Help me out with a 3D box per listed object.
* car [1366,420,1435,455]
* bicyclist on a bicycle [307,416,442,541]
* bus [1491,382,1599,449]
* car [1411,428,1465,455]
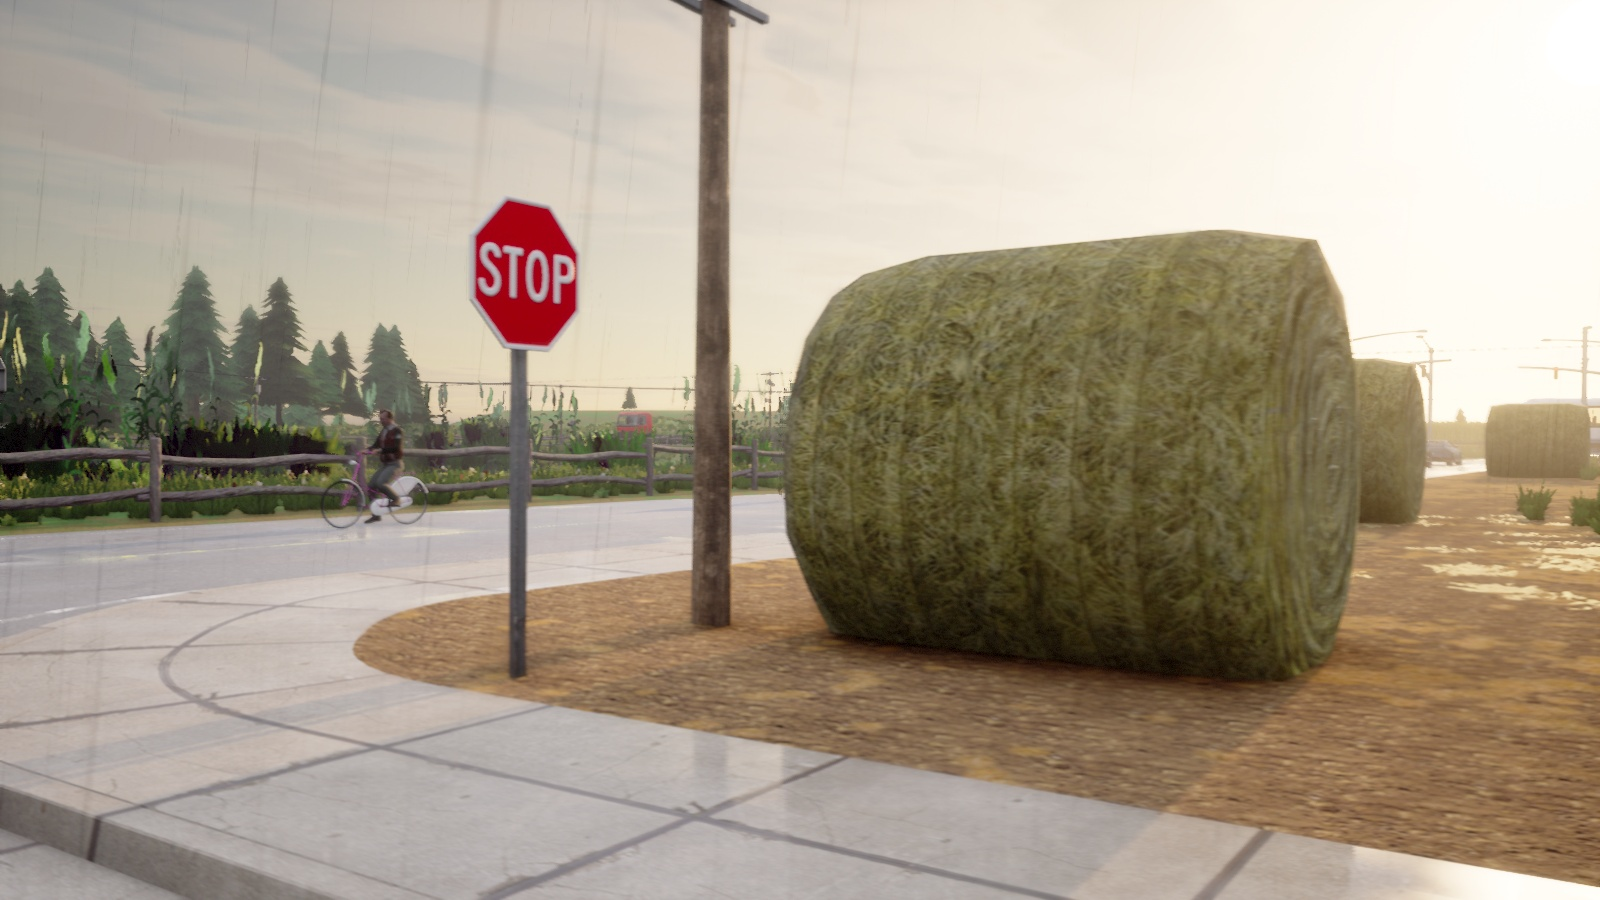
[{"bbox_3d":[29.308,-0.610,61.204,2.152,1.651,5.027,0,1,36],"label":"car"},{"bbox_3d":[-6.328,0.394,18.761,0.659,1.776,1.843,0,1,36],"label":"bicyclist on a bicycle"},{"bbox_3d":[51.434,-2.231,82.343,10.273,4.253,3.944,0,1,38],"label":"bus"},{"bbox_3d":[35.051,-0.484,68.991,1.994,1.385,4.181,0,1,36],"label":"car"}]
